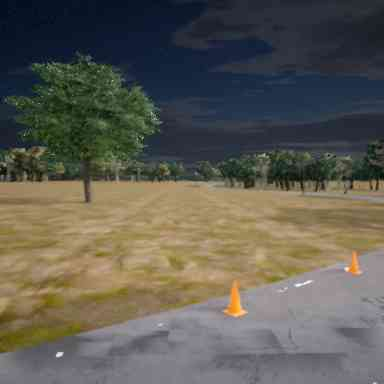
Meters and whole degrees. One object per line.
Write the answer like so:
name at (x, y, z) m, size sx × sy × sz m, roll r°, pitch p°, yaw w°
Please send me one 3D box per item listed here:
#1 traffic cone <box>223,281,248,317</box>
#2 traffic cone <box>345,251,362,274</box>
traffic cone at (0.810, 1.957, 6.222) m, size 0.340 × 0.580 × 0.340 m, roll 0°, pitch 0°, yaw -38°
traffic cone at (4.547, 1.961, 9.342) m, size 0.340 × 0.580 × 0.340 m, roll 0°, pitch 0°, yaw -41°
